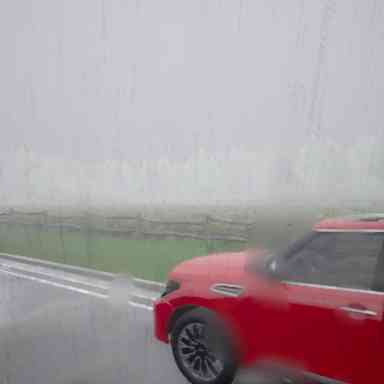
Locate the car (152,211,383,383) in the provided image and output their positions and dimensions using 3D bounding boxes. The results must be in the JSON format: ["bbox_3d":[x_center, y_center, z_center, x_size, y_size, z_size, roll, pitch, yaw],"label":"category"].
[{"bbox_3d":[2.114,1.229,3.651,5.566,2.045,2.150,-1,-1,36],"label":"car"}]
